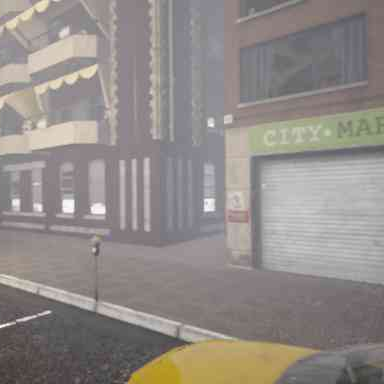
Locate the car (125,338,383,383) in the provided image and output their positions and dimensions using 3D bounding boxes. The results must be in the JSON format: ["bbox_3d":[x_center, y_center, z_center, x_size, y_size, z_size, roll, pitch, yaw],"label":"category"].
[{"bbox_3d":[1.478,1.523,1.821,4.829,1.417,1.752,-1,-1,35],"label":"car"}]
